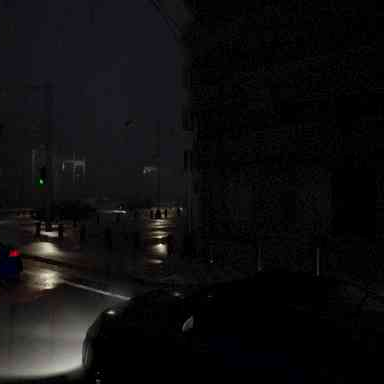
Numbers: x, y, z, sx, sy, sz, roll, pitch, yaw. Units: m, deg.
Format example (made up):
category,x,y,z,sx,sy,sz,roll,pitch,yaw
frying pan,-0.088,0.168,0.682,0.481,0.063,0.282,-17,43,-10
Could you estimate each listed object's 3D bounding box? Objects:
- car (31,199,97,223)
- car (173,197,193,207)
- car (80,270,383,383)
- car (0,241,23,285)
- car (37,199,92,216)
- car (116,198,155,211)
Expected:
category,x,y,z,sx,sy,sz,roll,pitch,yaw
car,-9.476,1.422,25.085,1.882,1.535,5.008,0,0,36
car,-0.769,1.449,49.409,1.837,1.490,4.892,0,0,36
car,0.761,1.564,3.448,4.181,1.385,1.994,0,0,36
car,-6.091,1.564,8.317,4.181,1.385,1.994,0,0,36
car,-12.553,1.449,33.120,1.837,1.490,4.892,0,0,36
car,-6.824,1.492,41.052,2.033,1.411,5.357,0,0,36
